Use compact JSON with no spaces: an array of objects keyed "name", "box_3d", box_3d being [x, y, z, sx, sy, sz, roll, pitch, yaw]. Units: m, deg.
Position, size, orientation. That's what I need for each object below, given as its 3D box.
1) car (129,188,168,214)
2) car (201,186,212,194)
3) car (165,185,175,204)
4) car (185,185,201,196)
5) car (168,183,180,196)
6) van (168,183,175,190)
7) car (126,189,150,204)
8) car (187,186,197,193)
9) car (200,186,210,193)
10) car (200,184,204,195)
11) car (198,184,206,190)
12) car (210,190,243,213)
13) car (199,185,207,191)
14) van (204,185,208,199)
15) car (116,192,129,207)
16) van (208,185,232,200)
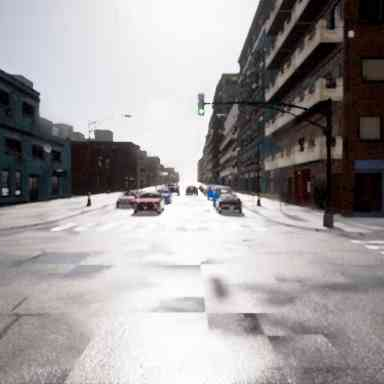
[{"name":"car","box_3d":[-3.098,0.701,24.659,1.882,1.535,5.008,0,2,0]},{"name":"car","box_3d":[2.679,-0.455,63.654,1.947,1.339,4.313,1,2,0]},{"name":"car","box_3d":[-3.099,0.387,34.571,1.882,1.535,5.008,0,2,0]},{"name":"car","box_3d":[-0.020,-0.372,54.458,2.097,1.767,4.553,0,2,0]},{"name":"car","box_3d":[-3.051,-0.485,53.963,2.150,2.045,5.566,0,2,1]},{"name":"van","box_3d":[-5.707,-1.589,91.492,1.690,1.788,3.998,1,2,0]},{"name":"car","box_3d":[-5.692,0.418,35.725,1.887,1.381,4.507,1,2,0]},{"name":"car","box_3d":[-0.025,-0.449,64.527,1.895,1.301,4.718,0,2,0]},{"name":"car","box_3d":[2.677,-0.636,69.232,1.947,1.339,4.313,1,2,0]},{"name":"car","box_3d":[2.683,-0.141,52.667,1.752,1.417,4.829,1,2,0]},{"name":"car","box_3d":[2.670,-1.381,91.543,2.008,1.369,4.403,1,2,0]},{"name":"car","box_3d":[2.692,0.775,24.609,2.008,1.369,4.403,1,2,0]},{"name":"car","box_3d":[2.674,-1.022,80.388,1.887,1.381,4.507,1,2,0]},{"name":"van","box_3d":[2.690,0.036,41.336,1.690,1.788,3.998,1,2,0]},{"name":"car","box_3d":[-5.691,0.631,30.148,1.802,1.307,4.206,1,2,0]},{"name":"van","box_3d":[2.693,0.390,30.179,1.690,1.788,3.998,1,2,0]}]
